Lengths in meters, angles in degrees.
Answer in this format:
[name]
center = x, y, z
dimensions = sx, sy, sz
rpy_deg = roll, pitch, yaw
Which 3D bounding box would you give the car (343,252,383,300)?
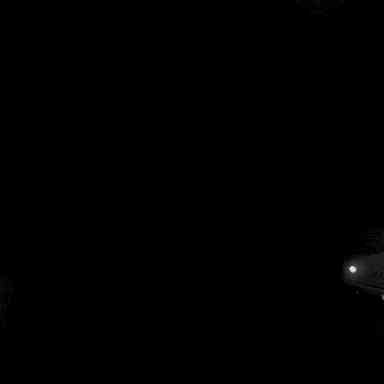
[car]
center = 5.324, 1.601, 7.209
dimensions = 4.718, 1.301, 1.895
rpy_deg = 0, 0, -36
